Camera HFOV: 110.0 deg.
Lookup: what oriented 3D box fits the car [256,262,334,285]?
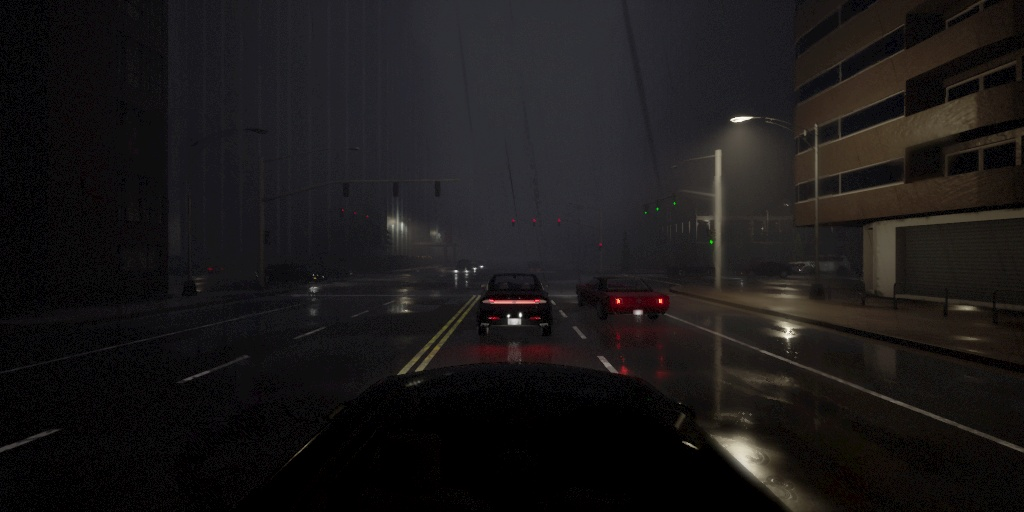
[{"bbox_3d":[-15.855,1.256,25.912,4.892,1.490,1.837,0,0,8],"label":"car"}]

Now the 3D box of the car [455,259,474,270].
[{"bbox_3d":[-7.043,1.255,52.213,1.837,1.490,4.892,0,0,0],"label":"car"}]

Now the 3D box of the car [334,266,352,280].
[{"bbox_3d":[-16.180,1.242,30.301,4.902,1.511,2.128,0,0,-6],"label":"car"}]

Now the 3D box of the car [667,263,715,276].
[{"bbox_3d":[18.549,1.351,36.776,4.718,1.301,1.895,0,0,1],"label":"car"}]

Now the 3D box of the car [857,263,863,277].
[{"bbox_3d":[35.159,0.969,33.069,5.566,2.045,2.150,0,0,1],"label":"car"}]

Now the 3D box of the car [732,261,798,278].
[{"bbox_3d":[23.103,1.255,33.204,4.892,1.490,1.837,0,0,1],"label":"car"}]

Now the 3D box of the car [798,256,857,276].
[{"bbox_3d":[31.195,0.972,36.615,5.566,2.045,2.150,0,0,1],"label":"car"}]

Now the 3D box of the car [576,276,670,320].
[{"bbox_3d":[3.591,1.351,12.659,1.895,1.301,4.718,0,0,-2],"label":"car"}]

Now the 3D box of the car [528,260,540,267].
[{"bbox_3d":[3.654,1.351,60.605,1.895,1.301,4.718,0,0,0],"label":"car"}]

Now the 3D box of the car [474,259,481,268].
[{"bbox_3d":[-7.014,1.276,62.296,1.812,1.442,4.674,0,0,0],"label":"car"}]

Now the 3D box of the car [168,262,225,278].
[{"bbox_3d":[-30.248,1.297,33.801,5.357,1.411,2.033,0,0,1],"label":"car"}]

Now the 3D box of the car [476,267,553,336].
[{"bbox_3d":[0.075,1.242,10.368,2.128,1.511,4.902,0,0,0],"label":"car"}]

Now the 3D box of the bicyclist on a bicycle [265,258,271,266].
[{"bbox_3d":[-28.736,1.051,42.057,0.582,1.620,1.656,0,0,1],"label":"bicyclist on a bicycle"}]
